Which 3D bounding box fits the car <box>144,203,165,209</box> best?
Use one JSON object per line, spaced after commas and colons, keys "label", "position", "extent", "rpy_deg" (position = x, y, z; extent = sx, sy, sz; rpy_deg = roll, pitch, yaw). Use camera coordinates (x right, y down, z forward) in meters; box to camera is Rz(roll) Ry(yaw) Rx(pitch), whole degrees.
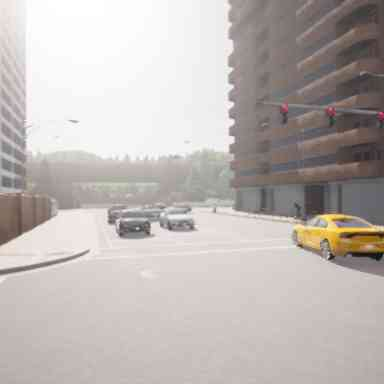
{"label": "car", "position": [-4.172, 2.114, 34.654], "extent": [2.128, 1.511, 4.902], "rpy_deg": [0, -1, -17]}

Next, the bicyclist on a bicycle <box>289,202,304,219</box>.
{"label": "bicyclist on a bicycle", "position": [9.581, 1.695, 30.555], "extent": [1.656, 1.620, 0.582], "rpy_deg": [-1, -1, -17]}

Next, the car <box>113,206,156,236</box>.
{"label": "car", "position": [-3.853, 1.909, 21.532], "extent": [1.837, 1.490, 4.892], "rpy_deg": [0, -1, -17]}

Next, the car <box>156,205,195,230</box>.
{"label": "car", "position": [-1.181, 1.953, 24.838], "extent": [1.812, 1.442, 4.674], "rpy_deg": [0, -1, -17]}

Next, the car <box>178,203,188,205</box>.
{"label": "car", "position": [-1.363, 2.403, 49.850], "extent": [1.994, 1.385, 4.181], "rpy_deg": [0, -1, -17]}

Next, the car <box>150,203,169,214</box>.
{"label": "car", "position": [-4.876, 2.378, 49.380], "extent": [1.837, 1.490, 4.892], "rpy_deg": [0, -1, -16]}

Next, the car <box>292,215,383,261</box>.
{"label": "car", "position": [5.549, 1.633, 13.053], "extent": [1.882, 1.535, 5.008], "rpy_deg": [0, -1, -2]}

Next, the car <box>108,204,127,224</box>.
{"label": "car", "position": [-6.692, 1.943, 30.890], "extent": [2.097, 1.767, 4.553], "rpy_deg": [0, -1, -17]}
